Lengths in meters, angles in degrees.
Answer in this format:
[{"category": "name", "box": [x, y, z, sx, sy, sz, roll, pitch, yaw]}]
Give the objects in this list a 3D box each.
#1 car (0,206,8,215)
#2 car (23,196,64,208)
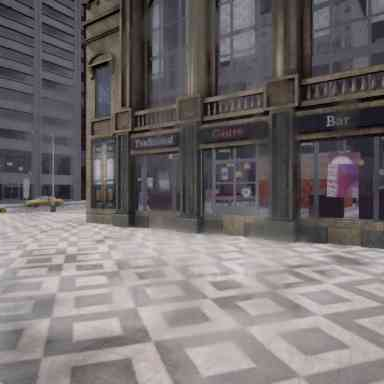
[{"category": "car", "box": [-18.034, 1.341, 27.664, 1.752, 1.417, 4.829, 1, 2, 36]}, {"category": "car", "box": [-18.517, 1.144, 41.565, 1.752, 1.417, 4.829, 1, 2, 36]}]
